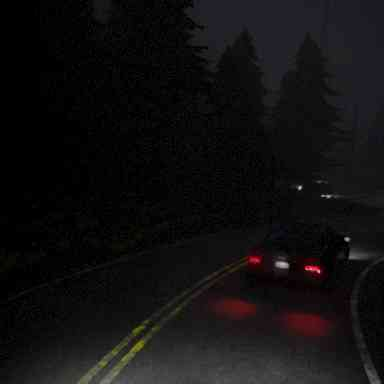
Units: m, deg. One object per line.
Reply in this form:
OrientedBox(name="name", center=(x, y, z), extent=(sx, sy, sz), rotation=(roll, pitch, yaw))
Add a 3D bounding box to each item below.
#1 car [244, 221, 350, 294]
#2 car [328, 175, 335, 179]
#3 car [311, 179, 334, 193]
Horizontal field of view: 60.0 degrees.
OrientedBox(name="car", center=(3.111, 1.536, 9.092), extent=(2.033, 1.411, 5.357), rotation=(3, 2, 30))
OrientedBox(name="car", center=(27.716, -3.096, 67.949), extent=(2.128, 1.511, 4.902), rotation=(4, 7, 42))
OrientedBox(name="car", center=(15.320, -0.497, 39.826), extent=(1.994, 1.385, 4.181), rotation=(0, 5, -1))
